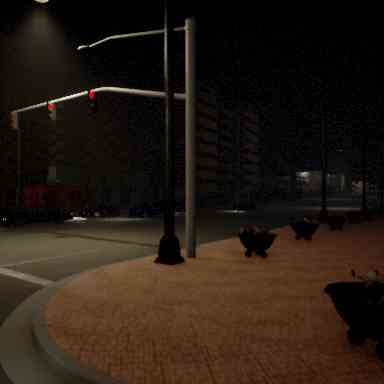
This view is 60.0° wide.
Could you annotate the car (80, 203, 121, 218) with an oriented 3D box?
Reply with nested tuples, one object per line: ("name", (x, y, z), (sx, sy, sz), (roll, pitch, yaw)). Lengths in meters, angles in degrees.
("car", (-9.100, 1.790, 33.118), (1.994, 1.385, 4.181), (0, -1, 35))

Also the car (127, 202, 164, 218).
("car", (-4.350, 1.746, 33.790), (1.882, 1.535, 5.008), (0, 0, 35))

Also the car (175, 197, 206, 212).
("car", (-0.175, 1.667, 45.796), (2.150, 2.045, 5.566), (0, 0, 35))

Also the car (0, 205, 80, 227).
("car", (-11.227, 1.671, 24.005), (2.033, 1.411, 5.357), (0, -1, 35))

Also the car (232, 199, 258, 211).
("car", (8.178, 2.136, 51.473), (2.033, 1.411, 5.357), (0, -1, 35))
